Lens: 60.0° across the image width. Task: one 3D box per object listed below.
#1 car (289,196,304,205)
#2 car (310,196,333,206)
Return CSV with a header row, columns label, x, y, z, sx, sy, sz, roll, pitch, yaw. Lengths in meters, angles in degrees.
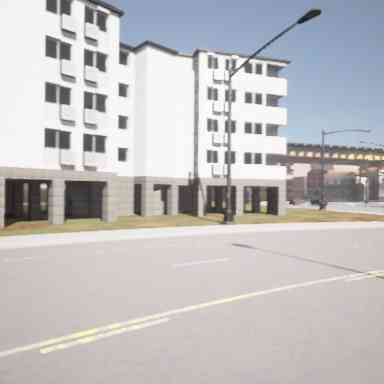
label,x,y,z,sx,sy,sz,roll,pitch,yaw
car,20.545,1.669,65.262,2.097,1.767,4.553,1,0,4
car,23.991,1.838,62.829,2.128,1.511,4.902,1,0,-1
